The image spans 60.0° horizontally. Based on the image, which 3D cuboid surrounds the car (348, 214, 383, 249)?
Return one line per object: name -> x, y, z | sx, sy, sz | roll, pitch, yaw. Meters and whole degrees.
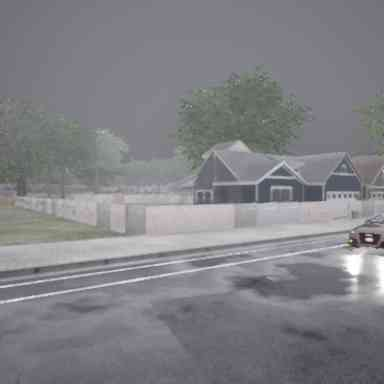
car -> 8.215, 1.594, 13.528 | 4.181, 1.385, 1.994 | 0, 0, -35
